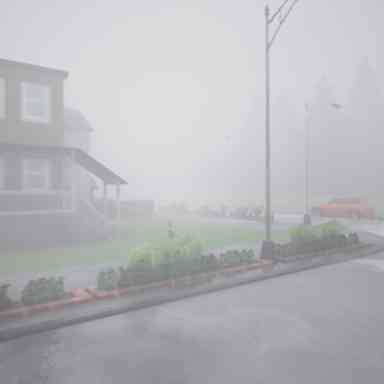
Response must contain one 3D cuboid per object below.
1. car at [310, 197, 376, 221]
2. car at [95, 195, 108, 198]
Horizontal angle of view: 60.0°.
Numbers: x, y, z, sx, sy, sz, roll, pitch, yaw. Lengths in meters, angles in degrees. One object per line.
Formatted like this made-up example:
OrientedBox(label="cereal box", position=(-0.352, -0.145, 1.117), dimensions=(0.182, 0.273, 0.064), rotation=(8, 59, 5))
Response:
OrientedBox(label="car", position=(11.411, 1.170, 25.476), dimensions=(2.097, 1.767, 4.553), rotation=(-1, 0, -34))
OrientedBox(label="car", position=(-14.991, 1.360, 55.531), dimensions=(1.837, 1.490, 4.892), rotation=(-1, 0, -35))
